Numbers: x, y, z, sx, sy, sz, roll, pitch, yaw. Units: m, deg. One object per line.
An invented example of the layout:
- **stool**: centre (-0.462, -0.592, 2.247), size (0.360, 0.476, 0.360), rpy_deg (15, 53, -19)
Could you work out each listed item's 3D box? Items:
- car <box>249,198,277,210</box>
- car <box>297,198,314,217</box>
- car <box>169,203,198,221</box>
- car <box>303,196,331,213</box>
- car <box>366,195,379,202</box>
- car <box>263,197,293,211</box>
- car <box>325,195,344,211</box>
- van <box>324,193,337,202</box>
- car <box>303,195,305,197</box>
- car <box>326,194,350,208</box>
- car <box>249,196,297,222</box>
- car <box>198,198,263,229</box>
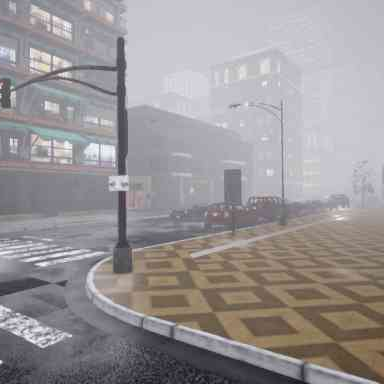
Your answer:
- **car**: centre (9.335, 1.489, 43.286), size (1.752, 1.417, 4.829), rpy_deg (-1, 0, 36)
- **car**: centre (9.142, 1.470, 29.743), size (1.802, 1.307, 4.206), rpy_deg (-1, 0, 36)
- **car**: centre (0.231, 1.574, 26.780), size (1.895, 1.301, 4.718), rpy_deg (-1, 0, 36)
- **car**: centre (12.460, 1.421, 34.245), size (1.887, 1.381, 4.507), rpy_deg (-1, 0, 36)
- **car**: centre (35.688, 1.333, 65.761), size (1.887, 1.381, 4.507), rpy_deg (-1, 0, 36)
- **car**: centre (10.616, 1.413, 40.832), size (1.882, 1.535, 5.008), rpy_deg (-1, 0, 37)
- **car**: centre (15.778, 1.415, 38.747), size (2.008, 1.369, 4.403), rpy_deg (-1, 0, 36)
- **van**: centre (29.344, 1.229, 70.437), size (1.690, 1.788, 3.998), rpy_deg (-1, 0, 36)
- **car**: centre (22.608, 1.439, 61.295), size (1.752, 1.417, 4.829), rpy_deg (-1, 0, 36)
- **car**: centre (19.095, 1.167, 43.251), size (2.192, 1.841, 5.009), rpy_deg (-1, 0, 36)
- **car**: centre (5.821, 1.215, 25.242), size (2.192, 1.841, 5.009), rpy_deg (-1, 0, 36)
- **car**: centre (2.504, 1.352, 20.739), size (1.967, 1.590, 4.097), rpy_deg (-1, 0, 36)
